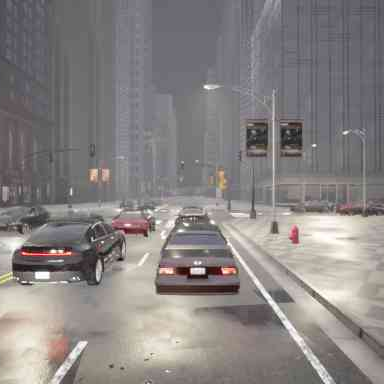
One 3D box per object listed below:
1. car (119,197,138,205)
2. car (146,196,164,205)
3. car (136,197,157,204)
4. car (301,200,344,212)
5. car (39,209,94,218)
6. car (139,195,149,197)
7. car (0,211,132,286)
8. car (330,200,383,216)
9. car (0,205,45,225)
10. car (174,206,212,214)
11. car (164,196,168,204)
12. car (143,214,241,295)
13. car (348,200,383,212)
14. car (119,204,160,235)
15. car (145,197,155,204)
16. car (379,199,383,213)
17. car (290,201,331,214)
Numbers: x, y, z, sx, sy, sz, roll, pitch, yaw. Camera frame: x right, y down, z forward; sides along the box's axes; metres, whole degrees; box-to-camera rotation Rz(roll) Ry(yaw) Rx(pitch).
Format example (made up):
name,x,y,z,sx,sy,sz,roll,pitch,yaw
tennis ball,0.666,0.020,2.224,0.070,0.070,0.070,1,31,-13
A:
name,x,y,z,sx,sy,sz,roll,pitch,yaw
car,-9.866,1.733,50.816,1.837,1.490,4.892,0,0,-2
car,-6.568,1.827,58.206,2.033,1.411,5.357,0,0,0
car,-5.953,1.740,42.832,1.994,1.385,4.181,0,0,-11
car,15.192,1.661,38.843,4.313,1.339,1.947,0,0,-1
car,-6.597,1.641,19.036,1.895,1.301,4.718,0,0,0
car,-9.751,1.573,67.203,2.150,2.045,5.566,0,-1,0
car,-3.149,1.516,9.437,1.837,1.490,4.892,0,0,0
car,15.321,1.576,30.320,4.206,1.307,1.802,0,0,-1
car,-9.846,1.546,19.331,1.837,1.490,4.892,0,0,0
car,0.050,1.543,18.592,1.837,1.490,4.892,0,0,1
car,-6.486,1.754,73.489,2.097,1.767,4.553,0,0,0
car,0.108,1.557,8.853,2.033,1.411,5.357,0,0,0
car,20.832,1.642,38.930,4.313,1.339,1.947,0,0,-1
car,-3.147,1.601,18.338,1.994,1.385,4.181,0,0,0
car,-9.735,1.955,77.372,1.812,1.442,4.674,0,0,0
car,23.350,1.514,36.214,5.008,1.535,1.882,0,-1,-1
car,12.863,1.635,36.051,4.181,1.385,1.994,0,-1,-2
